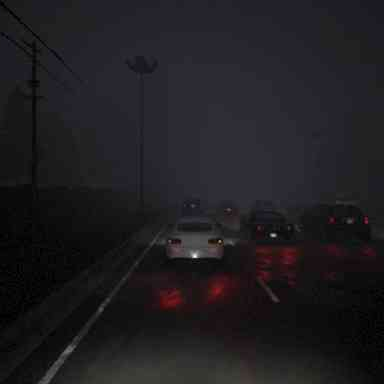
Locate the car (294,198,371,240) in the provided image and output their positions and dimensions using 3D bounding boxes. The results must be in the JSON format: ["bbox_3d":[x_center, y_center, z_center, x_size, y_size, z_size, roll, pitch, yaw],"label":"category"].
[{"bbox_3d":[7.098,1.364,17.053,2.097,1.767,4.553,0,0,0],"label":"car"}]

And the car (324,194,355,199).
[{"bbox_3d":[14.103,1.244,32.717,2.150,2.045,5.566,0,0,0],"label":"car"}]

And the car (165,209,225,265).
[{"bbox_3d":[0.087,1.534,11.591,1.812,1.442,4.674,0,0,0],"label":"car"}]

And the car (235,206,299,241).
[{"bbox_3d":[3.600,1.613,16.877,1.895,1.301,4.718,0,0,0],"label":"car"}]

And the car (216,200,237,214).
[{"bbox_3d":[3.591,1.550,34.645,1.812,1.442,4.674,0,0,0],"label":"car"}]

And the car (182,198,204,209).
[{"bbox_3d":[0.102,1.375,33.380,2.097,1.767,4.553,0,0,0],"label":"car"}]

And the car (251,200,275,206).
[{"bbox_3d":[7.103,1.515,33.651,2.128,1.511,4.902,0,0,0],"label":"car"}]

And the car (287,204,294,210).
[{"bbox_3d":[10.602,1.623,32.057,1.895,1.301,4.718,0,0,0],"label":"car"}]
